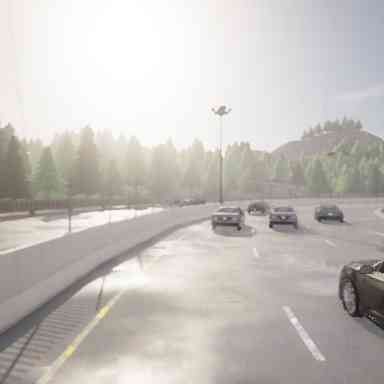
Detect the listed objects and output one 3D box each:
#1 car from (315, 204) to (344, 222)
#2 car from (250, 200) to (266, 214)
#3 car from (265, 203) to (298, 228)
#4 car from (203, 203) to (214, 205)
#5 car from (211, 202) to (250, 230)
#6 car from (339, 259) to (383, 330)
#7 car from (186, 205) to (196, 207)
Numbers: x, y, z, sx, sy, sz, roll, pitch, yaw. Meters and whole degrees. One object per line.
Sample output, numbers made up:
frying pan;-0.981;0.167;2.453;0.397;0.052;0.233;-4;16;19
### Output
car;11.387;1.712;27.791;1.994;1.385;4.181;0;0;17
car;7.636;1.681;37.739;1.837;1.490;4.892;0;0;22
car;6.355;1.661;23.174;2.033;1.411;5.357;0;0;14
car;3.394;1.751;46.005;2.033;1.411;5.357;0;0;26
car;2.500;1.644;22.074;2.033;1.411;5.357;0;0;13
car;3.733;1.534;4.600;1.837;1.490;4.892;0;-1;2
car;0.239;1.409;47.518;2.150;2.045;5.566;0;0;26
